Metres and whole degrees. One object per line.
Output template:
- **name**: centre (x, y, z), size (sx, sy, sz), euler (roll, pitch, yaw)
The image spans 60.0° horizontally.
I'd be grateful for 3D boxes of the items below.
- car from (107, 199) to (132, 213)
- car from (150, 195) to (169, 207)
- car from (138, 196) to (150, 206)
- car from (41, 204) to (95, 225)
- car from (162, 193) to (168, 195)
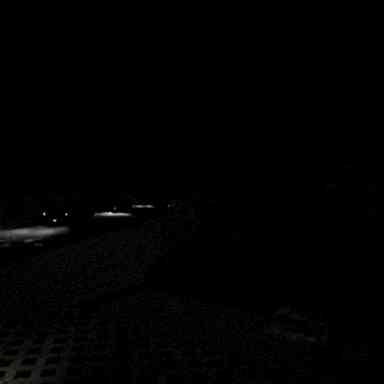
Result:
- **car**: centre (-7.828, 1.490, 36.070), size (1.994, 1.385, 4.181), euler (1, 0, 1)
- **car**: centre (-4.894, 1.547, 51.966), size (1.994, 1.385, 4.181), euler (0, 0, -1)
- **car**: centre (-7.847, 1.445, 55.369), size (1.882, 1.535, 5.008), euler (0, 0, -2)
- **car**: centre (-8.526, 1.501, 23.257), size (1.895, 1.301, 4.718), euler (1, 0, 4)
- **car**: centre (-5.671, 1.232, 65.749), size (2.150, 2.045, 5.566), euler (0, 0, -5)
